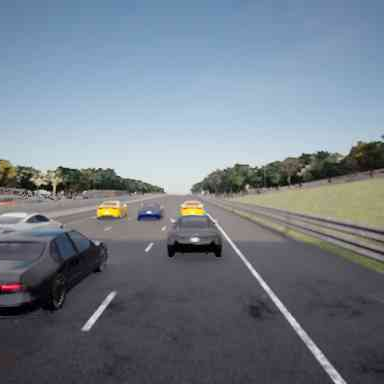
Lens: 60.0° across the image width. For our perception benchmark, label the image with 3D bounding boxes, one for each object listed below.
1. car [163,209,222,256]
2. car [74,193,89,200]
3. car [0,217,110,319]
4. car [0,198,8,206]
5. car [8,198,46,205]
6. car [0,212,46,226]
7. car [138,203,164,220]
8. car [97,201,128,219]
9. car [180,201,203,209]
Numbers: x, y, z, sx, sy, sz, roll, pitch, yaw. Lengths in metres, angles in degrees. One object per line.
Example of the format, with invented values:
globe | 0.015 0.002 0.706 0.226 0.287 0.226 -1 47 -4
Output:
car | 0.094 1.583 13.229 1.994 1.385 4.181 0 0 0
car | -25.725 1.169 77.873 2.150 2.045 5.566 0 0 -1
car | -3.418 1.557 7.686 2.033 1.411 5.357 0 0 0
car | -21.316 1.417 36.717 2.097 1.767 4.553 0 0 -1
car | -17.817 1.544 36.736 1.882 1.535 5.008 0 0 -1
car | -6.905 1.546 13.738 1.812 1.442 4.674 0 0 0
car | -3.487 1.619 28.747 1.994 1.385 4.181 0 0 -1
car | -6.997 1.534 29.680 1.882 1.535 5.008 0 0 -1
car | 0.002 1.536 29.674 1.882 1.535 5.008 0 0 -1
